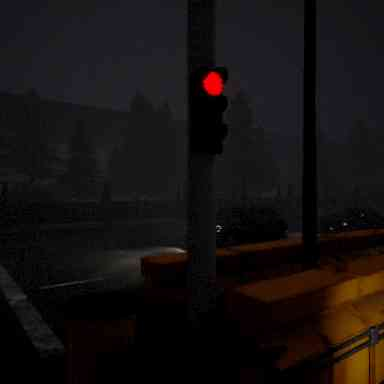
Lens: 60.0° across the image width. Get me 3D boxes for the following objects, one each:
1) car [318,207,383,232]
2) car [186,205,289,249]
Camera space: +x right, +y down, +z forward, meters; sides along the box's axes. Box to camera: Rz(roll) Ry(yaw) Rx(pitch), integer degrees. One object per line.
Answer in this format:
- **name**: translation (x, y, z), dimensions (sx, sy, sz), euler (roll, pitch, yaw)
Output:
- **car**: translation (9.709, 1.603, 19.529), dimensions (5.357, 1.411, 2.033), euler (0, 0, -36)
- **car**: translation (1.958, 1.380, 13.988), dimensions (4.553, 1.767, 2.097), euler (0, 0, -35)
